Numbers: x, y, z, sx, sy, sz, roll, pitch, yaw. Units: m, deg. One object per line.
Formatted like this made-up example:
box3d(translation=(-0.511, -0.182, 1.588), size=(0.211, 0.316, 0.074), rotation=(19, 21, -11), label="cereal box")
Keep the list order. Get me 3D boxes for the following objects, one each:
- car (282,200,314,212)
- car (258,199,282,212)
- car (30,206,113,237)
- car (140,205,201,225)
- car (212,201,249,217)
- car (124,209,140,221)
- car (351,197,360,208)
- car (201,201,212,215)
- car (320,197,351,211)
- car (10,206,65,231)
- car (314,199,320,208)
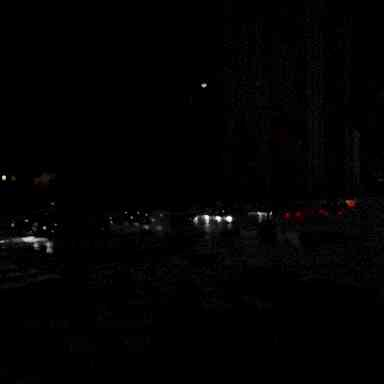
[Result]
box3d(translation=(13.163, 1.704, 41.051), size=(1.812, 1.442, 4.674), rotation=(-1, 0, 36), label="car")
box3d(translation=(10.156, 1.695, 42.612), size=(2.128, 1.511, 4.902), rotation=(-1, 0, 36), label="car")
box3d(translation=(-6.670, 1.730, 19.278), size=(1.994, 1.385, 4.181), rotation=(-1, 0, 36), label="car")
box3d(translation=(-1.571, 1.778, 26.374), size=(1.895, 1.301, 4.718), rotation=(-1, 0, 36), label="car")
box3d(translation=(4.283, 1.754, 34.500), size=(1.994, 1.385, 4.181), rotation=(-1, 0, 36), label="car")
box3d(translation=(-3.654, 1.804, 29.041), size=(1.895, 1.301, 4.718), rotation=(-1, 0, 36), label="car")
box3d(translation=(24.281, 1.526, 50.871), size=(2.097, 1.767, 4.553), rotation=(-1, 0, 36), label="car")
box3d(translation=(2.157, 1.742, 37.121), size=(1.812, 1.442, 4.674), rotation=(-1, 0, 36), label="car")
box3d(translation=(18.614, 1.512, 42.981), size=(2.097, 1.767, 4.553), rotation=(-1, 0, 36), label="car")
box3d(translation=(-9.062, 1.683, 21.521), size=(2.128, 1.511, 4.902), rotation=(-1, 0, 36), label="car")
box3d(translation=(19.151, 1.719, 49.464), size=(1.812, 1.442, 4.674), rotation=(-1, 0, 36), label="car")
